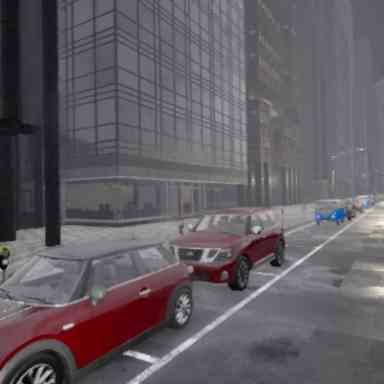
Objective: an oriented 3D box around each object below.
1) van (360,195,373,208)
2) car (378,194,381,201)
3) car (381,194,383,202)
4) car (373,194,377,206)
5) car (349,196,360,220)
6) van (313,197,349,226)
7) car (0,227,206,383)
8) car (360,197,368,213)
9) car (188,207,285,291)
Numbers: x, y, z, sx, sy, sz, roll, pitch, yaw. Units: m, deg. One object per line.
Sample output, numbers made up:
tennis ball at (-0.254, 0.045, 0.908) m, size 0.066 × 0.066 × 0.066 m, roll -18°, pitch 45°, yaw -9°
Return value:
van at (24.569, 1.426, 47.951) m, size 1.690 × 1.788 × 3.998 m, roll -2°, pitch -1°, yaw 31°
car at (39.083, 1.614, 71.751) m, size 1.752 × 1.417 × 4.829 m, roll -2°, pitch -1°, yaw 31°
car at (44.361, 1.380, 75.110) m, size 2.097 × 1.767 × 4.553 m, roll -2°, pitch -1°, yaw 31°
car at (30.411, 1.524, 57.529) m, size 1.967 × 1.590 × 4.097 m, roll -2°, pitch -1°, yaw 31°
car at (12.888, 1.402, 28.793) m, size 2.192 × 1.841 × 5.009 m, roll -2°, pitch -1°, yaw 31°
van at (9.969, 1.429, 24.003) m, size 1.690 × 1.788 × 3.998 m, roll -2°, pitch -1°, yaw 31°
car at (-1.709, 1.534, 4.843) m, size 1.967 × 1.590 × 4.097 m, roll -2°, pitch -1°, yaw 31°
car at (18.733, 1.636, 38.369) m, size 2.008 × 1.369 × 4.403 m, roll -2°, pitch -1°, yaw 31°
car at (1.208, 1.407, 9.634) m, size 2.192 × 1.841 × 5.009 m, roll -2°, pitch -1°, yaw 31°
